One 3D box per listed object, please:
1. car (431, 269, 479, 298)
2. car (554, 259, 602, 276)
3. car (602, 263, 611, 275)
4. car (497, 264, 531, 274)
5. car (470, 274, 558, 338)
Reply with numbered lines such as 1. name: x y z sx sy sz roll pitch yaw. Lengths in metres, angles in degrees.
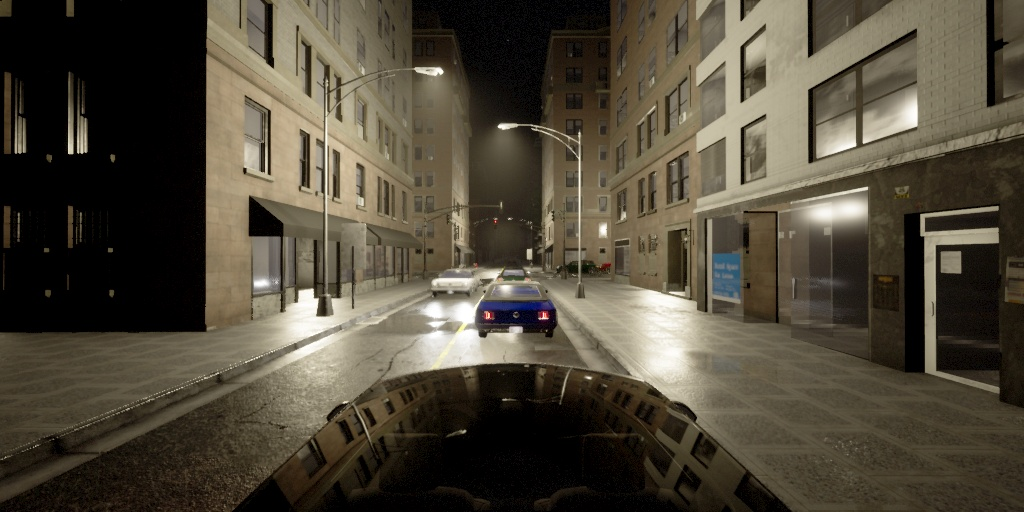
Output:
1. car: -2.833 1.357 18.700 1.895 1.301 4.718 0 0 0
2. car: 6.742 1.131 37.690 4.553 1.767 2.097 0 0 4
3. car: 12.255 1.103 39.970 5.009 1.841 2.192 0 0 0
4. car: 0.092 1.321 20.073 1.994 1.385 4.181 0 0 0
5. car: 0.099 1.352 10.184 1.895 1.301 4.718 0 0 0
